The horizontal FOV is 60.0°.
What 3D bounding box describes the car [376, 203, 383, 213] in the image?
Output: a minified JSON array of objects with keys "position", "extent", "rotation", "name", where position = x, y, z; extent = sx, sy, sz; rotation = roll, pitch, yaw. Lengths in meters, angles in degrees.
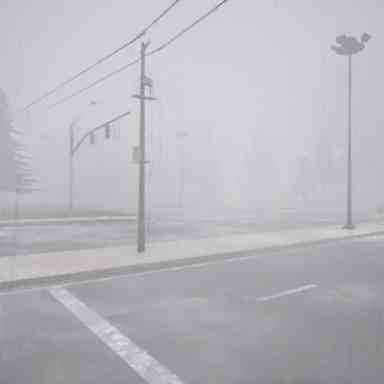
[{"position":[24.976,1.776,41.541],"extent":[4.553,1.767,2.097],"rotation":[1,0,-35],"name":"car"}]
